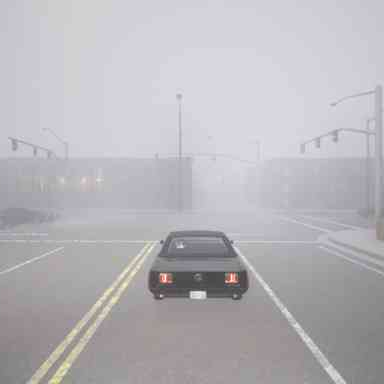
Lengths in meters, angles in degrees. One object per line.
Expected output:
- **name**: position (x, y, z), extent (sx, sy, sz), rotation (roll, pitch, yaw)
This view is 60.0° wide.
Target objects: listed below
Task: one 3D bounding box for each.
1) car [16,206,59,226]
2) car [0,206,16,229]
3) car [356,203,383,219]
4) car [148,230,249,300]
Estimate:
- **car**: position (-12.375, 1.763, 24.564), extent (4.892, 1.490, 1.837), rotation (-7, -1, 6)
- **car**: position (-3.566, 1.221, 1.814), extent (2.150, 2.045, 5.566), rotation (0, 0, 0)
- **car**: position (16.895, 1.601, 28.735), extent (4.718, 1.301, 1.895), rotation (0, 0, 0)
- **car**: position (0.122, 1.601, 8.321), extent (1.895, 1.301, 4.718), rotation (0, 0, 0)
